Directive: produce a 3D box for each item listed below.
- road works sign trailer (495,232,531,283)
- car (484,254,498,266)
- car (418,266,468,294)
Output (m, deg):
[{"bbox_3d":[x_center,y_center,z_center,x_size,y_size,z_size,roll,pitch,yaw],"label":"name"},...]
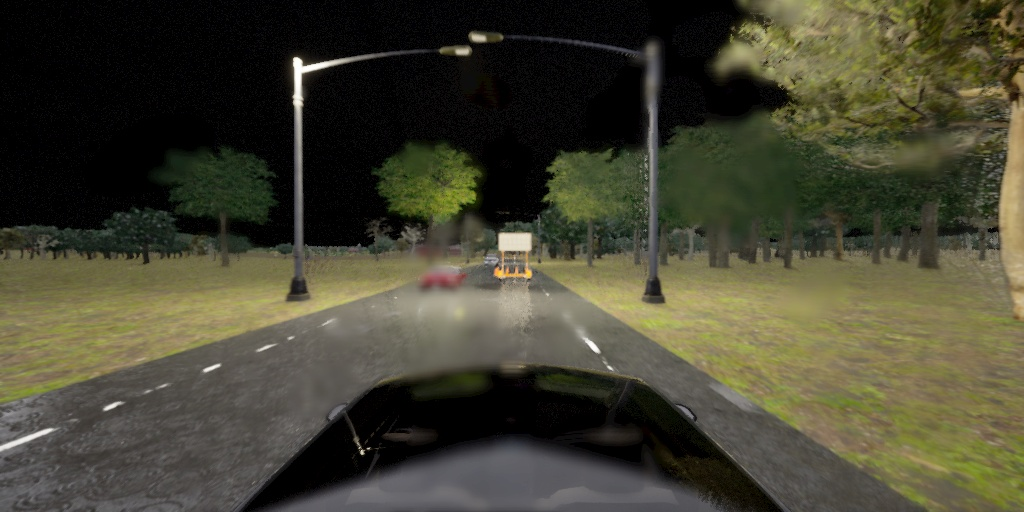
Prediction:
[{"bbox_3d":[0.219,0.049,26.097,2.380,3.560,2.880,0,0,2],"label":"road works sign trailer"},{"bbox_3d":[-3.525,0.644,61.128,2.150,2.045,5.566,0,0,1],"label":"car"},{"bbox_3d":[-3.594,1.228,19.275,1.895,1.301,4.718,0,0,0],"label":"car"}]
